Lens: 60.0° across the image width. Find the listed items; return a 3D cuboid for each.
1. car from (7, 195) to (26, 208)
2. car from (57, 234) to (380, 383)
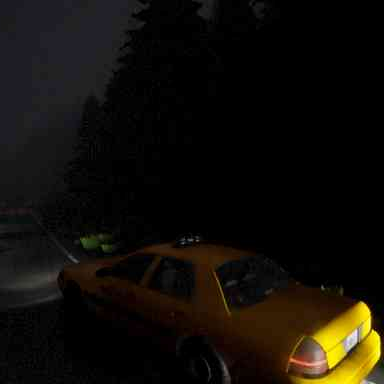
[{"bbox_3d":[-21.134,1.060,40.056,2.128,1.511,4.902,-2,2,-26],"label":"car"},{"bbox_3d":[-0.253,1.418,5.080,5.366,1.575,1.801,1,1,44],"label":"car"}]
